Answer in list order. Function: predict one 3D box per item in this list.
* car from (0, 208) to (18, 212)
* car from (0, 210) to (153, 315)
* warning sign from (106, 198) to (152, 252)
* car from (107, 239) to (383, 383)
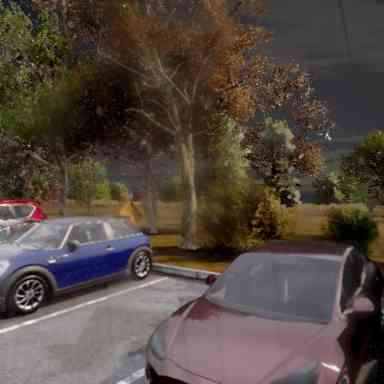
[{"bbox_3d":[-9.882,1.622,12.816,2.097,1.535,5.008,-1,0,36],"label":"car"},{"bbox_3d":[-3.065,1.421,7.986,2.185,1.767,4.553,-1,0,35],"label":"car"},{"bbox_3d":[-2.370,1.202,12.566,1.060,1.860,1.300,-2,0,35],"label":"warning sign"},{"bbox_3d":[1.434,1.523,4.702,2.163,1.488,4.792,-1,0,36],"label":"car"}]
